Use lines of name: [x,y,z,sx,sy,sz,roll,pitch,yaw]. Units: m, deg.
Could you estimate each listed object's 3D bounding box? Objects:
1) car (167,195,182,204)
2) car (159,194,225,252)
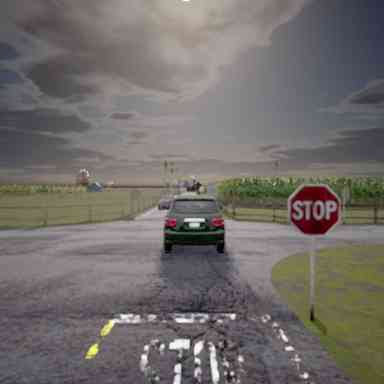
car: [-2.813,1.171,54.390,2.033,1.411,5.357,0,0,0]
car: [0.091,1.134,13.510,2.150,2.045,5.566,0,1,0]
